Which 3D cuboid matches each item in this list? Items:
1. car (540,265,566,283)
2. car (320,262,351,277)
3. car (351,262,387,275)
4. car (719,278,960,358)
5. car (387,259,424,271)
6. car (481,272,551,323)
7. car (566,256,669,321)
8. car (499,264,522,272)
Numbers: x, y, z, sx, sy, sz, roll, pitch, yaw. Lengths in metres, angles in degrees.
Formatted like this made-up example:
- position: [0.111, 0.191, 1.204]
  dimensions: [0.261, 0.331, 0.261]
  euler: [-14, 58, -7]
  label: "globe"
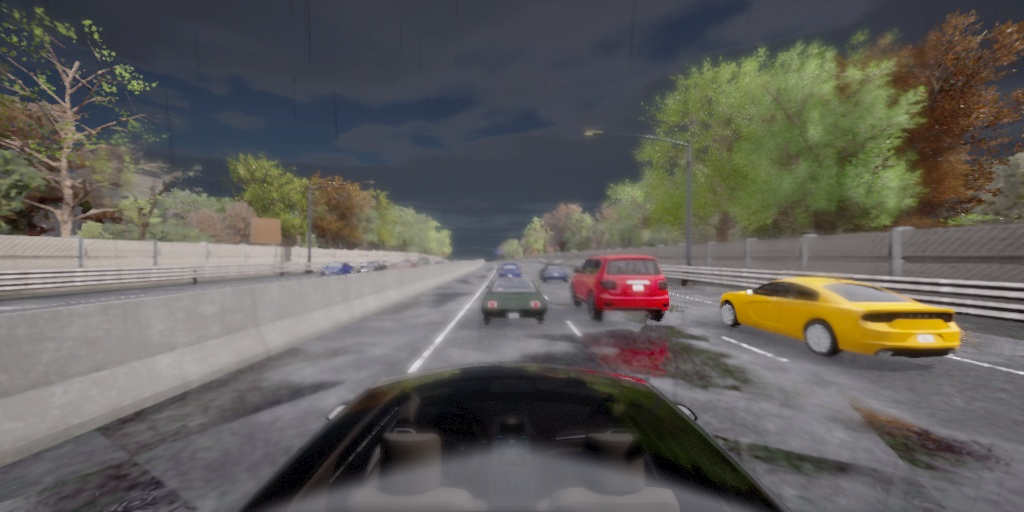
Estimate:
- position: [3.369, 1.406, 29.589]
  dimensions: [1.994, 1.385, 4.181]
  euler: [0, 0, -1]
  label: "car"
- position: [-17.935, 1.373, 37.141]
  dimensions: [1.812, 1.442, 4.674]
  euler: [1, 1, -1]
  label: "car"
- position: [-14.460, 1.358, 37.550]
  dimensions: [2.128, 1.511, 4.902]
  euler: [0, 0, -1]
  label: "car"
- position: [7.056, 1.249, 8.589]
  dimensions: [1.882, 1.535, 5.008]
  euler: [0, 0, 0]
  label: "car"
- position: [-10.951, 1.343, 37.171]
  dimensions: [1.882, 1.535, 5.008]
  euler: [0, 0, -1]
  label: "car"
- position: [0.055, 1.385, 12.193]
  dimensions: [1.895, 1.301, 4.718]
  euler: [0, 0, 0]
  label: "car"
- position: [3.553, 1.008, 12.782]
  dimensions: [2.150, 2.045, 5.566]
  euler: [0, 0, 0]
  label: "car"
- position: [-0.137, 1.369, 30.061]
  dimensions: [1.812, 1.442, 4.674]
  euler: [0, 0, -1]
  label: "car"
